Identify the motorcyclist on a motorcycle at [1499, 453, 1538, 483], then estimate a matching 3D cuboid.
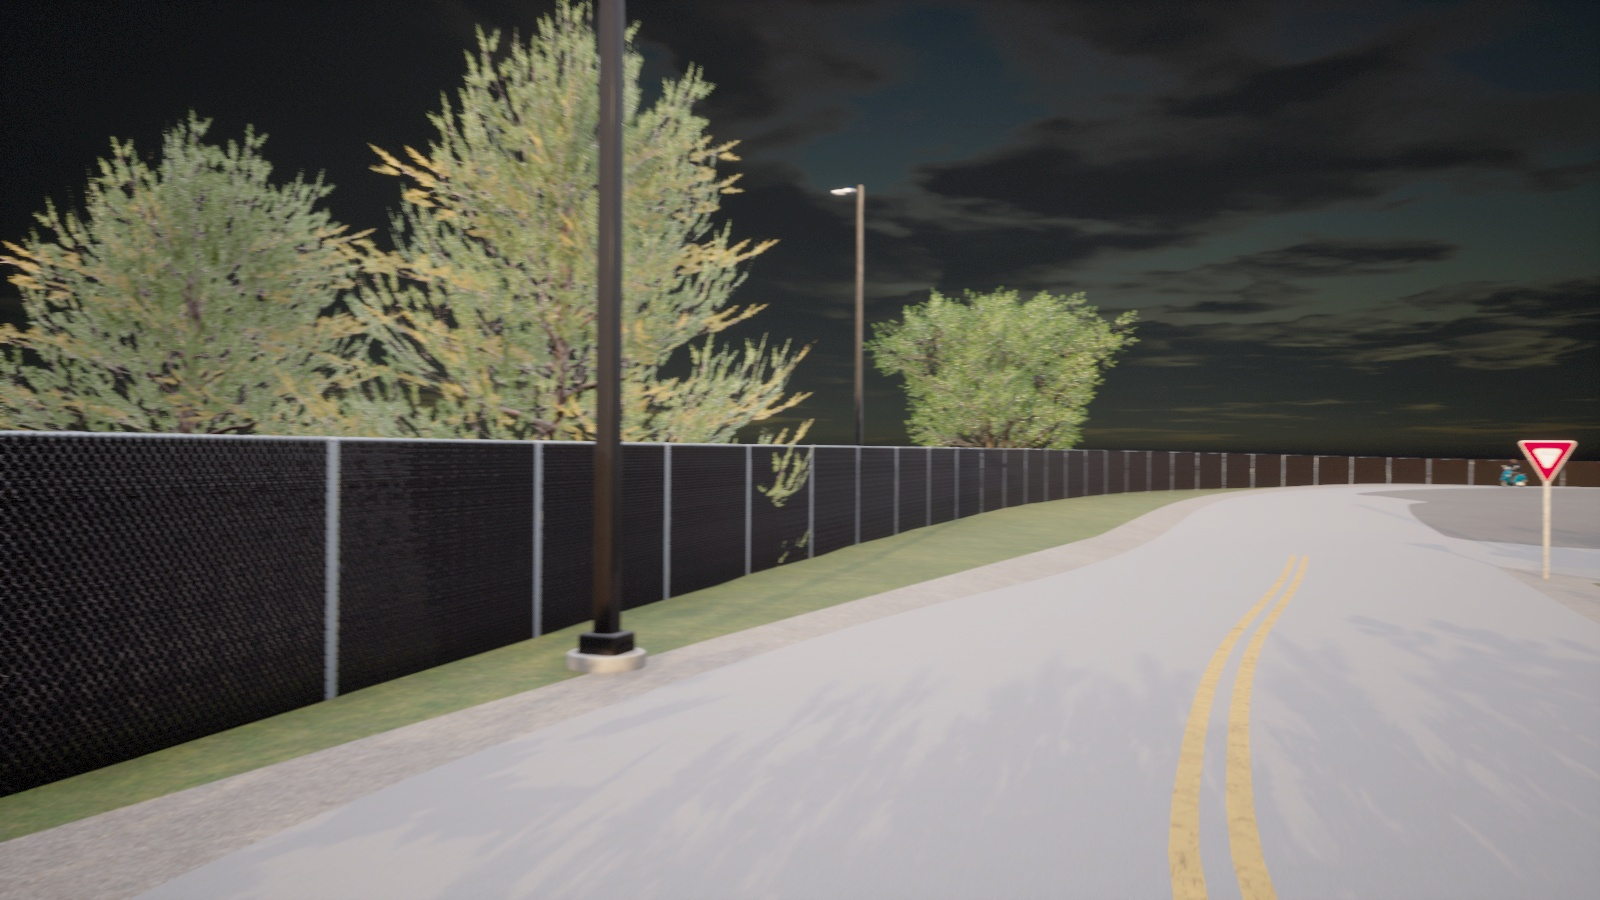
[{"bbox_3d":[39.231,0.968,68.529,1.817,1.590,0.866,0,1,-20],"label":"motorcyclist on a motorcycle"}]
